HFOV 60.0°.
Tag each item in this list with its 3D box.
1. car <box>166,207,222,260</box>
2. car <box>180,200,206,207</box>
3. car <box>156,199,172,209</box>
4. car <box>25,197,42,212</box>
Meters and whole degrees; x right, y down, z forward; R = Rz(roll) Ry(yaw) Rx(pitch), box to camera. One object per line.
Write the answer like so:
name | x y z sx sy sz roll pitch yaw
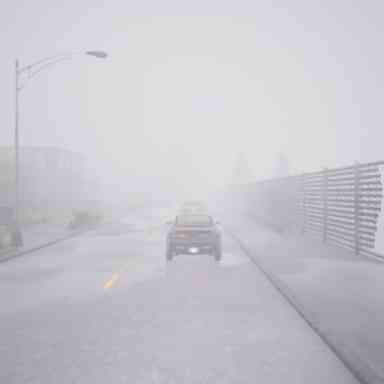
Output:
car | 0.069 1.533 12.537 1.837 1.490 4.892 0 0 0
car | 0.068 1.414 27.622 2.097 1.767 4.553 0 0 0
car | -3.890 1.656 47.411 2.033 1.411 5.357 0 0 3
car | -17.280 1.211 33.688 3.633 1.501 1.845 0 0 0
